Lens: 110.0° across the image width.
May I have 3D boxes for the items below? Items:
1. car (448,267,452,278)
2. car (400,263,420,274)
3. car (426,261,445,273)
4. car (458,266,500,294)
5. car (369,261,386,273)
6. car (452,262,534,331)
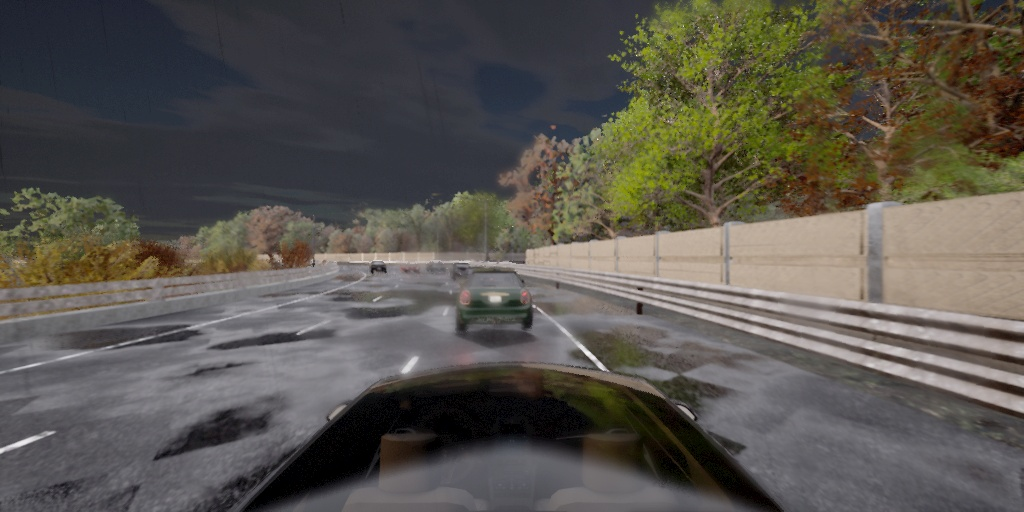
[{"bbox_3d":[-4.771,1.404,33.409,1.837,1.490,4.892,0,0,-14],"label":"car"},{"bbox_3d":[-13.013,1.563,45.495,1.895,1.301,4.718,0,0,-24],"label":"car"},{"bbox_3d":[-10.256,1.461,47.857,2.128,1.511,4.902,0,0,-24],"label":"car"},{"bbox_3d":[-2.231,1.395,22.699,2.033,1.411,5.357,0,0,-12],"label":"car"},{"bbox_3d":[-17.959,1.457,47.844,1.882,1.535,5.008,0,0,-26],"label":"car"},{"bbox_3d":[-0.631,1.147,11.393,2.097,1.767,4.553,0,0,-6],"label":"car"}]
